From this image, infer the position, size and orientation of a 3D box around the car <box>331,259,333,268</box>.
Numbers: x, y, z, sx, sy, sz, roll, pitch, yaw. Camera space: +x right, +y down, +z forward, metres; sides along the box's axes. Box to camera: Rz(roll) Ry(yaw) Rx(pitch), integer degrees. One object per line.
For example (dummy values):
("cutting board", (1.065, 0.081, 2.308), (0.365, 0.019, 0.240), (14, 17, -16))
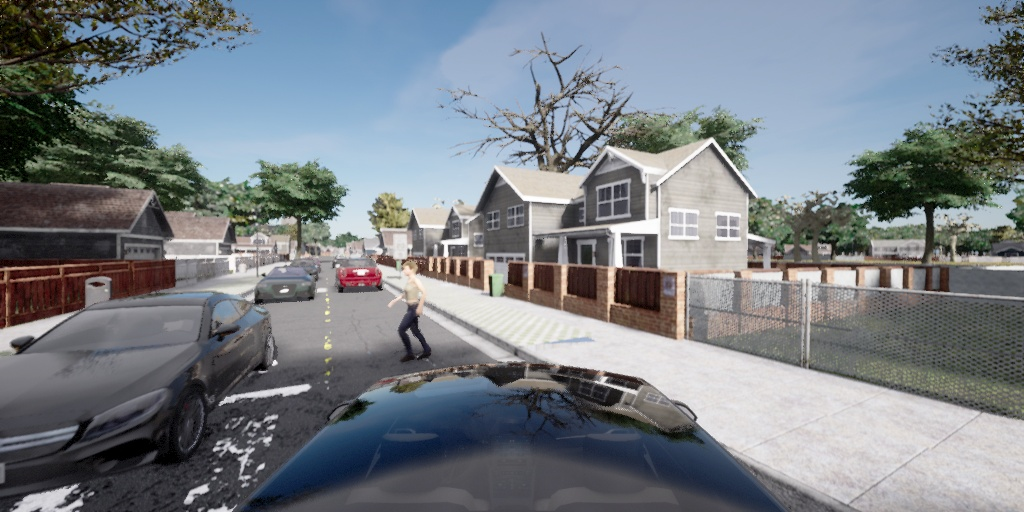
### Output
("car", (-20.957, 0.719, 43.849), (2.128, 1.511, 4.902), (0, 1, -27))

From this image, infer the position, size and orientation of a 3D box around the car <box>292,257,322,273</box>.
("car", (-14.615, 0.945, 25.160), (1.837, 1.490, 4.892), (0, 1, -27))

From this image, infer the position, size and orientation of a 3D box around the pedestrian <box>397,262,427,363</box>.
("pedestrian", (-1.815, 0.981, 6.508), (0.375, 1.860, 0.375), (0, 0, -27))

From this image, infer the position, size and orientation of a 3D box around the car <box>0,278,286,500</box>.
("car", (-4.540, 1.235, 4.626), (1.812, 1.442, 4.674), (0, 1, -21))

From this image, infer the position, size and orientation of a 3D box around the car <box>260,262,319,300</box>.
("car", (-9.620, 1.128, 15.459), (1.994, 1.385, 4.181), (0, 1, -28))

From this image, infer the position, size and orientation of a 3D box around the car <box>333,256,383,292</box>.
("car", (-8.451, 0.863, 19.635), (2.097, 1.767, 4.553), (0, 1, -27))
